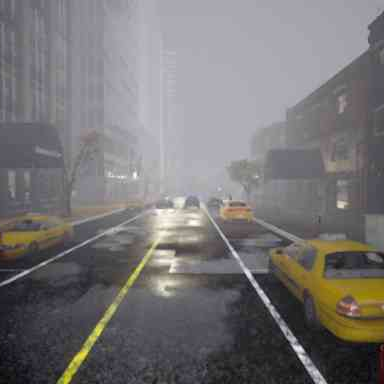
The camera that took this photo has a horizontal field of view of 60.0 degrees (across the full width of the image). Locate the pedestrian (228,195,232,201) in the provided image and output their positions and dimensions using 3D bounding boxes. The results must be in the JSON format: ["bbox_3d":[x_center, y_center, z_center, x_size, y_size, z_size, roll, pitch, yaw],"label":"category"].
[{"bbox_3d":[2.994,1.103,26.218,0.375,1.860,0.375,-1,1,-2],"label":"pedestrian"}]

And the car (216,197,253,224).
[{"bbox_3d":[2.994,1.308,23.229,1.882,1.535,5.008,0,0,0],"label":"car"}]

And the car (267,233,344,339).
[{"bbox_3d":[2.677,1.477,6.577,1.752,1.417,4.829,-1,0,0],"label":"car"}]

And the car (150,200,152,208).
[{"bbox_3d":[-5.712,1.238,39.453,1.752,1.417,4.829,-1,0,0],"label":"car"}]

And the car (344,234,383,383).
[{"bbox_3d":[2.675,1.308,0.871,2.192,1.841,5.009,-1,0,0],"label":"car"}]

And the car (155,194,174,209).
[{"bbox_3d":[-3.098,1.281,38.829,1.994,1.385,4.181,0,0,0],"label":"car"}]

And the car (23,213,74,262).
[{"bbox_3d":[-5.705,1.439,11.780,1.752,1.417,4.829,-1,0,0],"label":"car"}]

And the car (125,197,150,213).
[{"bbox_3d":[-5.710,1.278,33.918,1.752,1.417,4.829,-1,0,0],"label":"car"}]

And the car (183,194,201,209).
[{"bbox_3d":[0.014,1.217,39.338,1.837,1.490,4.892,0,0,0],"label":"car"}]

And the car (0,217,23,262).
[{"bbox_3d":[-5.706,1.267,6.413,2.192,1.841,5.009,-1,0,0],"label":"car"}]

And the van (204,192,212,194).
[{"bbox_3d":[2.662,0.932,56.214,1.690,1.788,3.998,-1,0,0],"label":"van"}]

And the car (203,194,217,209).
[{"bbox_3d":[2.669,1.277,39.613,1.947,1.339,4.313,-1,0,0],"label":"car"}]

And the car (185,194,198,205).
[{"bbox_3d":[-0.008,1.106,50.994,1.882,1.535,5.008,0,1,0],"label":"car"}]
